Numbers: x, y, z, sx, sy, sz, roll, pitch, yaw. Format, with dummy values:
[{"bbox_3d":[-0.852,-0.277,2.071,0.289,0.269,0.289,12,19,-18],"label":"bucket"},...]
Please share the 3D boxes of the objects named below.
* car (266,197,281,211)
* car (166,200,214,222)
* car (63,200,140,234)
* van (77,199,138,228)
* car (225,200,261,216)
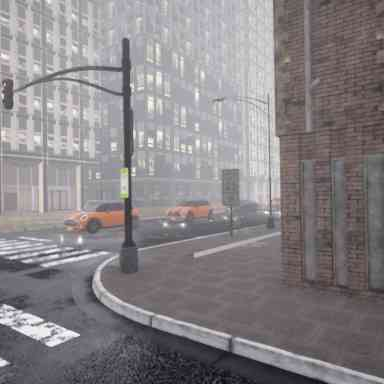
[{"bbox_3d":[11.095,1.468,42.508,2.097,1.767,4.553,-1,-1,36],"label":"car"},{"bbox_3d":[-0.117,1.429,27.026,2.097,1.767,4.553,-1,-1,36],"label":"car"},{"bbox_3d":[-5.320,1.413,19.869,2.097,1.767,4.553,-1,-1,37],"label":"car"},{"bbox_3d":[-5.881,1.456,23.468,1.690,1.788,3.998,-2,-1,36],"label":"van"},{"bbox_3d":[5.157,1.587,34.324,2.128,1.511,4.902,-1,-1,36],"label":"car"}]
